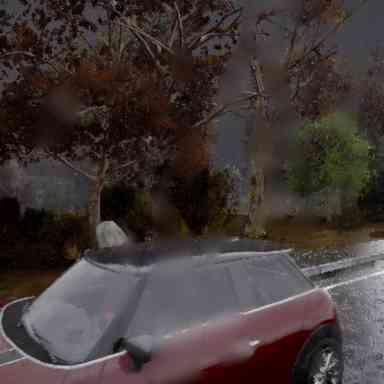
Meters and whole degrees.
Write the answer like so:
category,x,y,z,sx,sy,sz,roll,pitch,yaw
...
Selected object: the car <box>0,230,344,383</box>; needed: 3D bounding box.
category,x,y,z,sx,sy,sz,roll,pitch,yaw
car,-0.548,1.354,3.292,4.553,1.767,2.097,0,0,-35
